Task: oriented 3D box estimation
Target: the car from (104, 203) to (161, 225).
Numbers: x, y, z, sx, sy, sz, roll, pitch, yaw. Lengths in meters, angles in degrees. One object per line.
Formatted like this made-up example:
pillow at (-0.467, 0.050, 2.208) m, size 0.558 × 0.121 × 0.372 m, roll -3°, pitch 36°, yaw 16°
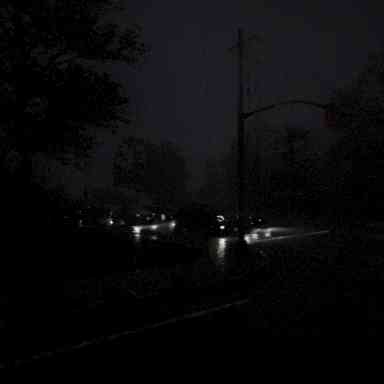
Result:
car at (-4.706, 1.682, 25.967) m, size 1.812 × 1.442 × 4.674 m, roll 0°, pitch -1°, yaw -41°

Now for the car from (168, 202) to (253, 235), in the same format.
car at (0.945, 1.384, 19.083) m, size 2.097 × 1.767 × 4.553 m, roll 0°, pitch 0°, yaw -38°

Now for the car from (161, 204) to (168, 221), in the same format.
car at (-2.427, 1.716, 28.659) m, size 1.994 × 1.385 × 4.181 m, roll 0°, pitch -1°, yaw -41°

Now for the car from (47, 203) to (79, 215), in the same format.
car at (-16.668, 2.103, 42.734) m, size 4.674 × 1.442 × 1.812 m, roll -2°, pitch -1°, yaw 40°

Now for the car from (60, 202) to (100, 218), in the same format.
car at (-11.569, 1.965, 33.291) m, size 4.718 × 1.301 × 1.895 m, roll -2°, pitch -1°, yaw 44°

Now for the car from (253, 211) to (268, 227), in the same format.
car at (2.962, 1.596, 22.206) m, size 1.994 × 1.385 × 4.181 m, roll 0°, pitch 0°, yaw -39°

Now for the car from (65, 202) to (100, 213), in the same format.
car at (-15.230, 2.137, 46.232) m, size 5.357 × 1.411 × 2.033 m, roll -2°, pitch -1°, yaw 40°

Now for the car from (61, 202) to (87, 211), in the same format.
car at (-19.011, 2.302, 53.596) m, size 4.181 × 1.385 × 1.994 m, roll -2°, pitch -1°, yaw 36°

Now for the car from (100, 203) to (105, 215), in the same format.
car at (-9.168, 1.879, 35.804) m, size 4.674 × 1.442 × 1.812 m, roll -2°, pitch -1°, yaw 44°
